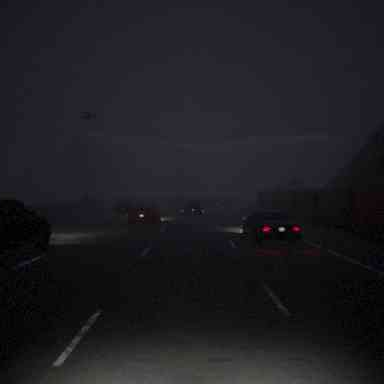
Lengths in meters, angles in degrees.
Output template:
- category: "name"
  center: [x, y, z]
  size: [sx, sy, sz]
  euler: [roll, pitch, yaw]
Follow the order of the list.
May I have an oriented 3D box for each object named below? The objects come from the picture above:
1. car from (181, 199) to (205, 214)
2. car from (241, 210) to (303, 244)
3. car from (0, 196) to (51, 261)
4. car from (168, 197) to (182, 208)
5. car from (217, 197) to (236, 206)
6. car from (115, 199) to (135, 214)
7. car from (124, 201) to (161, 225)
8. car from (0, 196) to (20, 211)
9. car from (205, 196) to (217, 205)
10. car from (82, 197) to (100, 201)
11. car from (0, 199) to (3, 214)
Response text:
- category: "car"
  center: [0.140, 1.517, 35.455]
  size: [1.837, 1.490, 4.892]
  euler: [0, 0, 1]
- category: "car"
  center: [3.603, 1.553, 15.856]
  size: [2.033, 1.411, 5.357]
  euler: [0, 0, 0]
- category: "car"
  center: [-6.898, 1.225, 11.379]
  size: [2.150, 2.045, 5.566]
  euler: [0, 0, 0]
- category: "car"
  center: [-2.222, 1.509, 49.786]
  size: [2.128, 1.511, 4.902]
  euler: [0, 0, 11]
- category: "car"
  center: [5.869, 1.524, 54.036]
  size: [1.837, 1.490, 4.892]
  euler: [-2, -1, 17]
- category: "car"
  center: [-6.855, 1.490, 35.776]
  size: [1.882, 1.535, 5.008]
  euler: [0, 0, 1]
- category: "car"
  center: [-3.407, 1.572, 24.460]
  size: [1.994, 1.385, 4.181]
  euler: [0, 0, 0]
- category: "car"
  center: [-24.282, 1.367, 42.348]
  size: [2.097, 1.767, 4.553]
  euler: [0, 0, 3]
- category: "car"
  center: [3.544, 1.526, 58.255]
  size: [1.837, 1.490, 4.892]
  euler: [-2, -1, 20]
- category: "car"
  center: [-16.074, 1.559, 52.487]
  size: [1.837, 1.490, 4.892]
  euler: [0, 0, 11]
- category: "car"
  center: [-21.064, 1.518, 33.059]
  size: [1.837, 1.490, 4.892]
  euler: [0, 0, 0]
